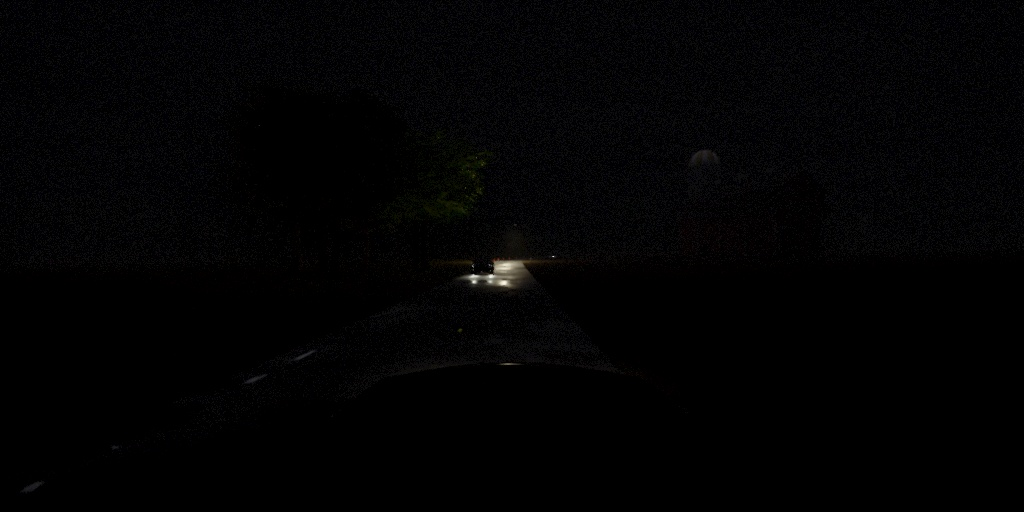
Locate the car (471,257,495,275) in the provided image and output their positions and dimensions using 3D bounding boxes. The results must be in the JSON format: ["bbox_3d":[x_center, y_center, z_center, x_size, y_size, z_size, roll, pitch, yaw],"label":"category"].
[{"bbox_3d":[-2.828,0.896,35.701,2.097,1.767,4.553,0,1,0],"label":"car"}]
